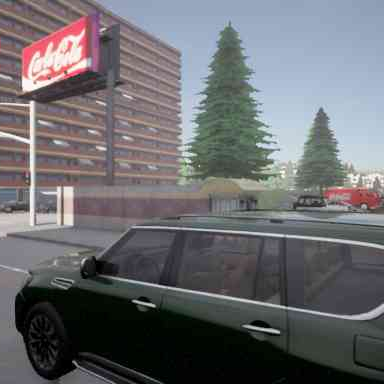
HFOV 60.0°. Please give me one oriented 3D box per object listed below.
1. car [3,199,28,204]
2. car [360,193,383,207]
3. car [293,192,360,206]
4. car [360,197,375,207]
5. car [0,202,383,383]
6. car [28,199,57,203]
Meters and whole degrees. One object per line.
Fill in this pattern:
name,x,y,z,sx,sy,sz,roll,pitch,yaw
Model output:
car,-18.810,1.503,36.273,2.128,1.511,4.902,0,0,35
car,26.183,1.287,48.089,3.988,1.617,1.851,0,0,35
car,8.786,1.151,22.270,3.866,1.878,1.905,0,0,35
car,10.723,1.340,24.330,4.193,1.474,1.816,0,0,35
car,0.250,1.222,3.813,5.566,2.045,2.150,0,0,35
car,-14.851,1.574,35.818,1.994,1.385,4.181,0,0,35
